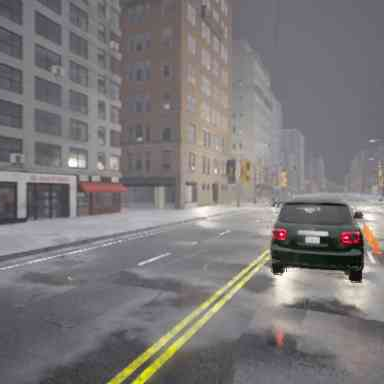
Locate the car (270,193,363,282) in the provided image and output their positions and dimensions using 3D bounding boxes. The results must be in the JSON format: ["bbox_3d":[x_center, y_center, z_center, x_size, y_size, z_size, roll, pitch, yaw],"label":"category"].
[{"bbox_3d":[3.810,1.167,9.980,2.150,2.045,5.566,0,0,24],"label":"car"}]

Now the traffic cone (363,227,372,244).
[{"bbox_3d":[7.450,1.882,13.858,0.340,0.580,0.340,0,0,24],"label":"traffic cone"}]

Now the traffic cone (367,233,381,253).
[{"bbox_3d":[6.643,1.891,12.028,0.340,0.580,0.340,0,0,24],"label":"traffic cone"}]

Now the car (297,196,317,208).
[{"bbox_3d":[15.671,1.275,45.181,2.128,1.511,4.902,0,0,24],"label":"car"}]

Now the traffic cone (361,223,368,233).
[{"bbox_3d":[8.256,1.872,15.688,0.340,0.580,0.340,0,0,24],"label":"traffic cone"}]

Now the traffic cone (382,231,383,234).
[{"bbox_3d":[9.979,1.865,17.114,0.340,0.580,0.340,0,0,24],"label":"traffic cone"}]

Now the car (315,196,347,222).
[{"bbox_3d":[10.737,1.216,25.690,2.097,1.767,4.553,0,0,24],"label":"car"}]

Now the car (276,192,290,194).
[{"bbox_3d":[12.682,1.002,46.457,2.150,2.045,5.566,0,0,24],"label":"car"}]
